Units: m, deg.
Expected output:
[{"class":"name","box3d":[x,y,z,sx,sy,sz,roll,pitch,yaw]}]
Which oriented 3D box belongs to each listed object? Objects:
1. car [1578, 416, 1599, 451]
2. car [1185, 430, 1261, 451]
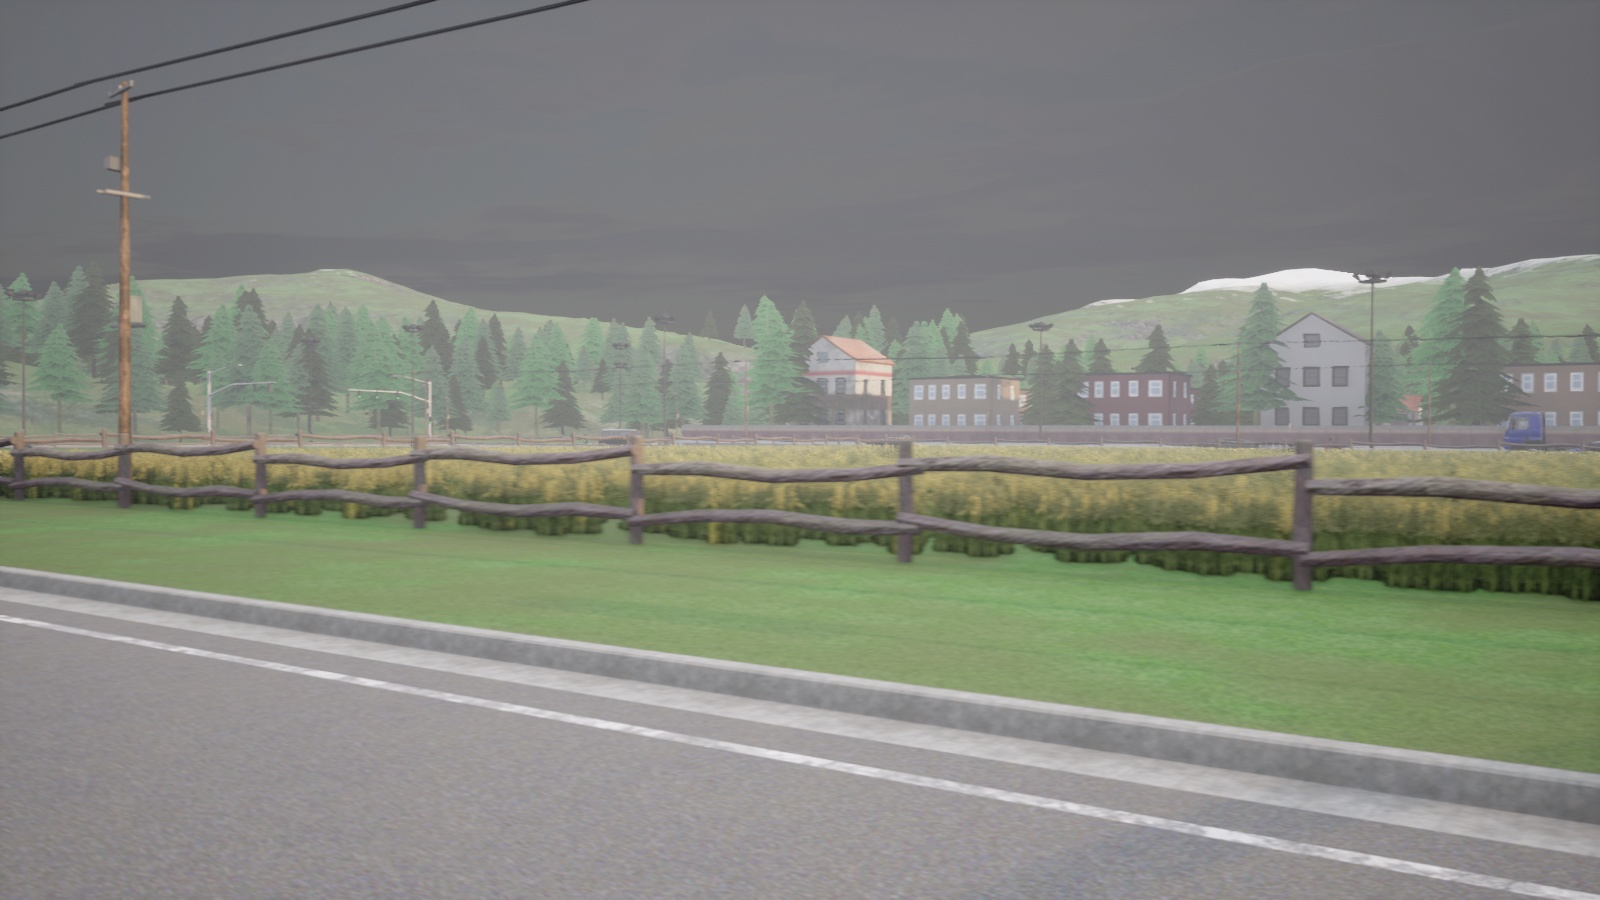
[{"class":"car","box3d":[49.230,-1.008,74.115,5.566,2.045,2.150,0,1,34]},{"class":"car","box3d":[30.609,-0.694,90.845,4.892,1.490,1.837,0,1,34]}]
